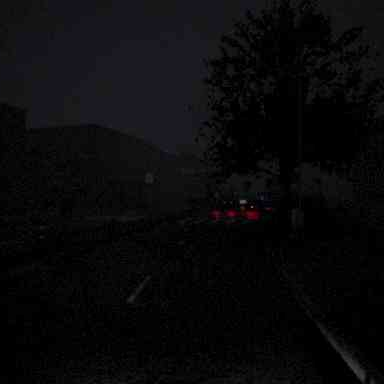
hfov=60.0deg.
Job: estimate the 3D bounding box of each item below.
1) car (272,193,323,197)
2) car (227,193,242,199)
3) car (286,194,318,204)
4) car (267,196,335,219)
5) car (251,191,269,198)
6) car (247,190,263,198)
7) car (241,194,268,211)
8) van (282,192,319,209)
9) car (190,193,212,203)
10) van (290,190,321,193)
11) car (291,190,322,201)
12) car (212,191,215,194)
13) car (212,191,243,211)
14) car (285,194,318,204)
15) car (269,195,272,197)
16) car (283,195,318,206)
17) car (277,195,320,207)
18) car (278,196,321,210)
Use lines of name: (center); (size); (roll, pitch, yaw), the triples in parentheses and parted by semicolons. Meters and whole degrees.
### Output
car: (9.700, 1.235, 29.464); (4.553, 1.767, 2.185); (0, 1, 17)
car: (9.972, 0.857, 77.418); (2.002, 1.452, 4.674); (0, 0, 26)
car: (18.350, 1.059, 55.254); (4.892, 1.521, 2.231); (0, 1, 22)
car: (8.869, 1.382, 26.839); (4.892, 1.521, 2.231); (0, 0, 17)
car: (10.367, 0.913, 47.499); (2.150, 2.045, 5.566); (0, 1, 20)
car: (17.500, 0.596, 92.200); (2.435, 2.045, 5.566); (0, -1, 30)
car: (7.121, 1.305, 37.614); (1.837, 1.490, 4.892); (0, 1, 18)
van: (13.804, 1.010, 42.382); (4.442, 1.987, 1.878); (0, 1, 19)
car: (1.265, 1.053, 57.046); (2.097, 1.535, 5.008); (0, 1, 21)
van: (10.354, 1.113, 32.146); (4.442, 1.987, 1.878); (0, 1, 17)
car: (22.592, 0.657, 65.457); (5.566, 2.045, 2.435); (0, 1, 24)
car: (3.259, 1.012, 62.164); (2.163, 1.488, 4.792); (0, 1, 23)
car: (4.173, 1.139, 38.241); (2.097, 1.767, 4.553); (0, 1, 18)
car: (17.397, 1.127, 52.693); (4.792, 1.488, 2.163); (0, 1, 21)
car: (11.280, 1.066, 34.734); (5.566, 2.045, 2.435); (0, 1, 17)
car: (15.482, 1.210, 47.582); (4.674, 1.452, 2.002); (0, 1, 20)
car: (14.398, 1.199, 45.069); (5.366, 1.575, 1.946); (0, 1, 19)
car: (12.841, 1.305, 39.845); (4.674, 1.452, 2.002); (0, 1, 18)
